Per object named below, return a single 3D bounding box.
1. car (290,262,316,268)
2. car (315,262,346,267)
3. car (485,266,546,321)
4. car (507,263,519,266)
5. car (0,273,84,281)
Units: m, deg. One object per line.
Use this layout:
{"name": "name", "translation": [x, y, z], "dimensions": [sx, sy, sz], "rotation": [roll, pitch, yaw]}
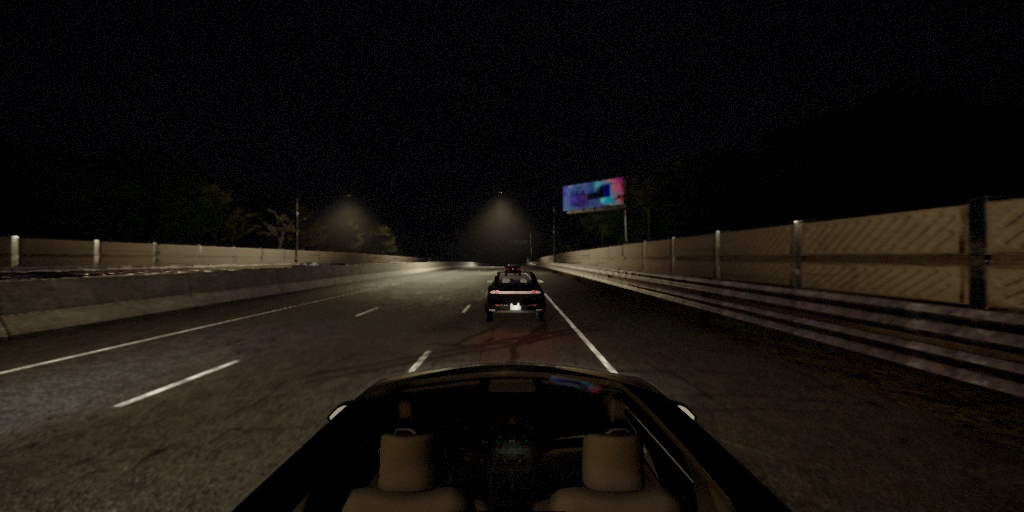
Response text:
{"name": "car", "translation": [-24.571, 1.466, 42.942], "dimensions": [2.128, 1.511, 4.902], "rotation": [0, 0, 0]}
{"name": "car", "translation": [-21.073, 1.501, 42.959], "dimensions": [1.812, 1.442, 4.674], "rotation": [0, 0, 0]}
{"name": "car", "translation": [0.105, 1.261, 12.574], "dimensions": [2.128, 1.511, 4.902], "rotation": [0, 0, 0]}
{"name": "car", "translation": [0.114, 1.511, 41.613], "dimensions": [2.033, 1.411, 5.357], "rotation": [0, 0, 0]}
{"name": "car", "translation": [-17.595, 1.336, 13.271], "dimensions": [1.994, 1.385, 4.181], "rotation": [0, 0, 0]}
